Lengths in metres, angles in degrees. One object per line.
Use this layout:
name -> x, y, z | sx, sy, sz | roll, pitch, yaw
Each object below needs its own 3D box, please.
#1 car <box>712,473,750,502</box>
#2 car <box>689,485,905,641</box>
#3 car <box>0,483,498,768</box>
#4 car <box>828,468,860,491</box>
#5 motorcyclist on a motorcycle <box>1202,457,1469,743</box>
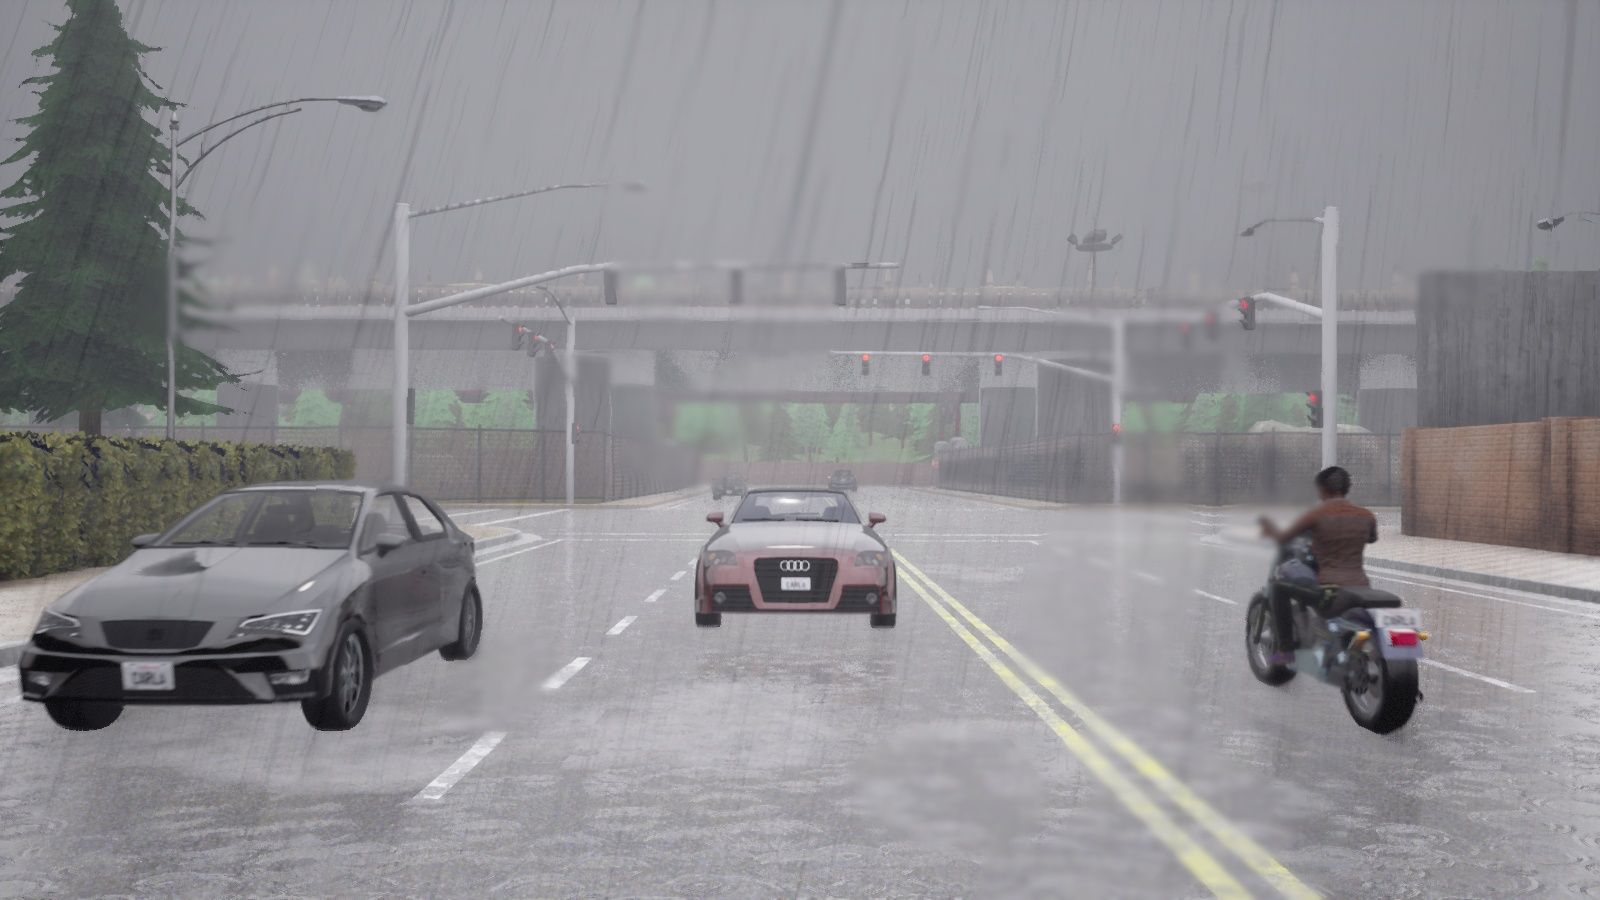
car -> -3.667, 1.968, 67.200 | 1.816, 1.474, 4.193 | 0, -1, 0
car -> -0.034, 1.109, 13.729 | 1.994, 1.385, 4.181 | 0, -1, 0
car -> -3.522, 0.990, 8.796 | 1.816, 1.474, 4.193 | 0, -1, 0
car -> 3.262, 2.234, 94.807 | 2.242, 1.667, 4.611 | 0, -1, 0
motorcyclist on a motorcycle -> 3.479, 0.893, 8.452 | 0.766, 1.649, 2.350 | 0, -1, 0
